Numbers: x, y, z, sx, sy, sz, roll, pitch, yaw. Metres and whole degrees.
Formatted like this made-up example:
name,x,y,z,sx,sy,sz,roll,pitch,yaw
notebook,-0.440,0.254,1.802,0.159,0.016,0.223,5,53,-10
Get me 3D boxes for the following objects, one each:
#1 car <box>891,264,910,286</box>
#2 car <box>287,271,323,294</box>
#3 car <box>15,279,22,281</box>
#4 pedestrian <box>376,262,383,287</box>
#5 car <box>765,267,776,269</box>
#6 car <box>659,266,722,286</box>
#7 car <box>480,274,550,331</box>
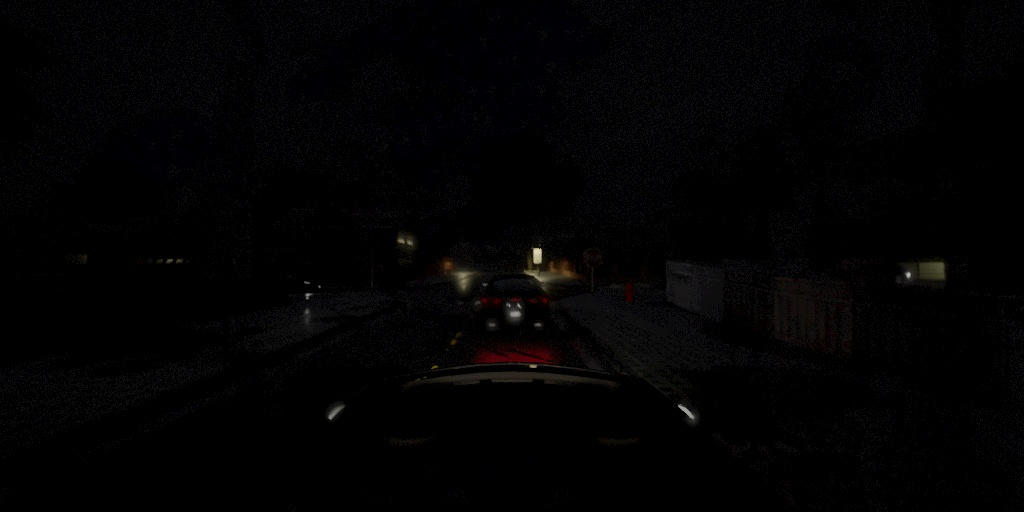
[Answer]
name,x,y,z,sx,sy,sz,roll,pitch,yaw
car,22.565,1.159,23.099,4.892,1.490,1.837,-1,-2,0
car,-13.340,1.524,20.520,4.674,1.442,1.812,-1,-2,0
car,-25.550,1.649,20.528,4.892,1.490,1.837,0,-2,-1
pedestrian,-9.718,1.332,26.372,0.375,1.860,0.375,0,-2,1
car,14.904,1.155,20.233,4.674,1.442,1.812,-1,-2,1
car,12.140,1.262,23.213,5.008,1.535,1.882,-1,-2,1
car,0.078,1.295,11.342,1.882,1.535,5.008,0,0,0
